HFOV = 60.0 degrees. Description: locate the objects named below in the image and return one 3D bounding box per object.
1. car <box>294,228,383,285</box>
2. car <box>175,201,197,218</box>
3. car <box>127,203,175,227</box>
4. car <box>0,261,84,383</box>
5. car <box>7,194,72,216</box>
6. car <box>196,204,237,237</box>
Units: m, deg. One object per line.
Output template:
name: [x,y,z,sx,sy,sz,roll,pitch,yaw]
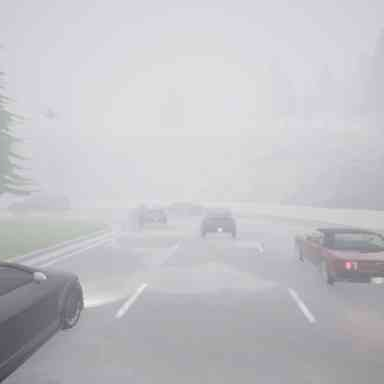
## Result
car: [4.330,1.693,9.610,1.895,1.301,4.718,1,0,5]
car: [-0.950,1.650,31.611,4.892,1.490,1.837,0,-2,43]
car: [-3.235,1.573,23.618,2.128,1.511,4.902,1,-1,-22]
car: [-3.008,1.554,4.314,1.994,1.385,4.181,1,0,3]
car: [-14.519,1.226,31.932,5.566,2.045,2.150,1,-1,-11]
car: [1.364,1.612,18.830,1.837,1.490,4.892,1,0,-1]
